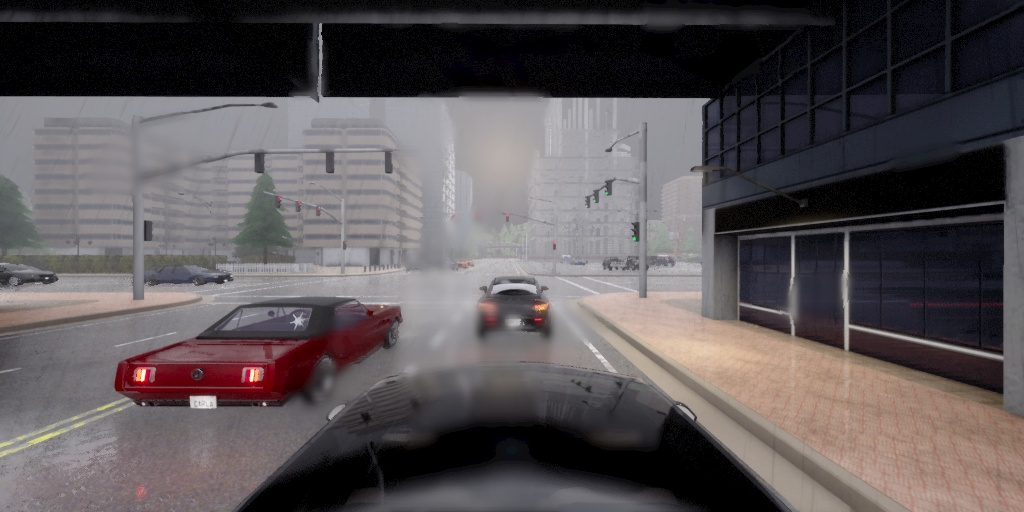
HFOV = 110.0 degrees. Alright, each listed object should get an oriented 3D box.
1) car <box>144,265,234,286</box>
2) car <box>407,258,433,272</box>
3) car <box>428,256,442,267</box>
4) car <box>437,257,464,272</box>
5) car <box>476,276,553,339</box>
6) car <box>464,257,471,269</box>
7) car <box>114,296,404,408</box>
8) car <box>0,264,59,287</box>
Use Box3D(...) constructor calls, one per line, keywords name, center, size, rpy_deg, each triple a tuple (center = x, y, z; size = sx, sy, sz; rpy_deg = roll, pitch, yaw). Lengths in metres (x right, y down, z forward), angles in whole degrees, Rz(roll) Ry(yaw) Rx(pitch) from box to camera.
Box3D(name="car", center=(-22.149, 1.298, 24.342), size=(5.357, 1.411, 2.033), rpy_deg=(0, 0, -1))
Box3D(name="car", center=(-11.582, 1.314, 44.610), size=(1.994, 1.385, 4.181), rpy_deg=(0, 0, 0))
Box3D(name="car", center=(-11.656, 0.971, 53.968), size=(2.150, 2.045, 5.566), rpy_deg=(0, 0, -1))
Box3D(name="car", center=(-8.107, 1.241, 47.406), size=(2.128, 1.511, 4.902), rpy_deg=(0, 0, 0))
Box3D(name="car", center=(0.071, 1.276, 10.004), size=(1.812, 1.442, 4.674), rpy_deg=(0, 0, 0))
Box3D(name="car", center=(-8.173, 1.102, 56.317), size=(2.097, 1.767, 4.553), rpy_deg=(0, 0, 0))
Box3D(name="car", center=(-3.440, 1.351, 6.237), size=(1.895, 1.301, 4.718), rpy_deg=(0, 0, 0))
Box3D(name="car", center=(-33.904, 1.255, 24.244), size=(4.892, 1.490, 1.837), rpy_deg=(0, 0, 0))
